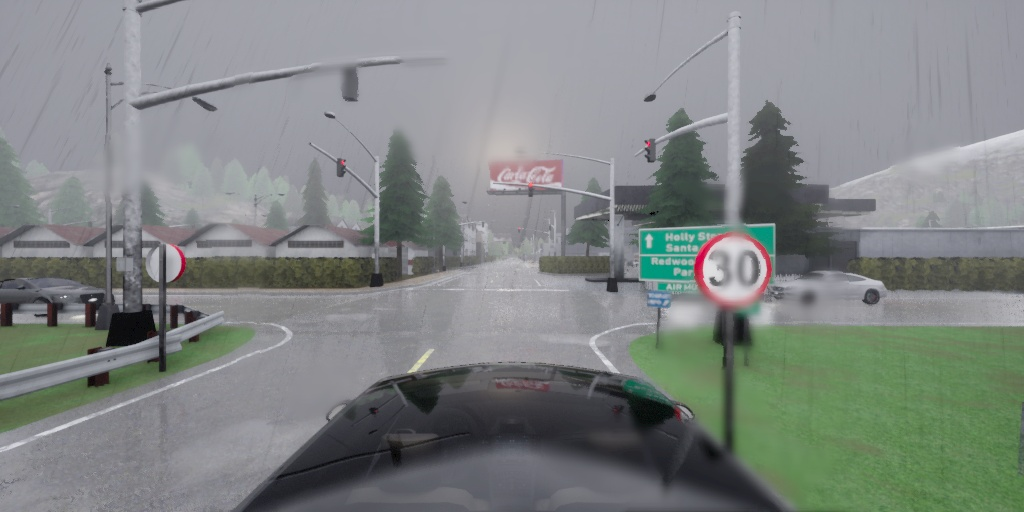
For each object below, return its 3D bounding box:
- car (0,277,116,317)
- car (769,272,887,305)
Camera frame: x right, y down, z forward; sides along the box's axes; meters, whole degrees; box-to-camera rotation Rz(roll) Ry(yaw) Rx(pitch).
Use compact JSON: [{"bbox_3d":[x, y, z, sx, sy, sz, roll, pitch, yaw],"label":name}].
[{"bbox_3d":[-18.055,1.505,13.768,4.181,1.385,1.994,0,0,1],"label":"car"},{"bbox_3d":[14.854,1.467,16.948,4.674,1.442,1.812,0,0,0],"label":"car"}]
